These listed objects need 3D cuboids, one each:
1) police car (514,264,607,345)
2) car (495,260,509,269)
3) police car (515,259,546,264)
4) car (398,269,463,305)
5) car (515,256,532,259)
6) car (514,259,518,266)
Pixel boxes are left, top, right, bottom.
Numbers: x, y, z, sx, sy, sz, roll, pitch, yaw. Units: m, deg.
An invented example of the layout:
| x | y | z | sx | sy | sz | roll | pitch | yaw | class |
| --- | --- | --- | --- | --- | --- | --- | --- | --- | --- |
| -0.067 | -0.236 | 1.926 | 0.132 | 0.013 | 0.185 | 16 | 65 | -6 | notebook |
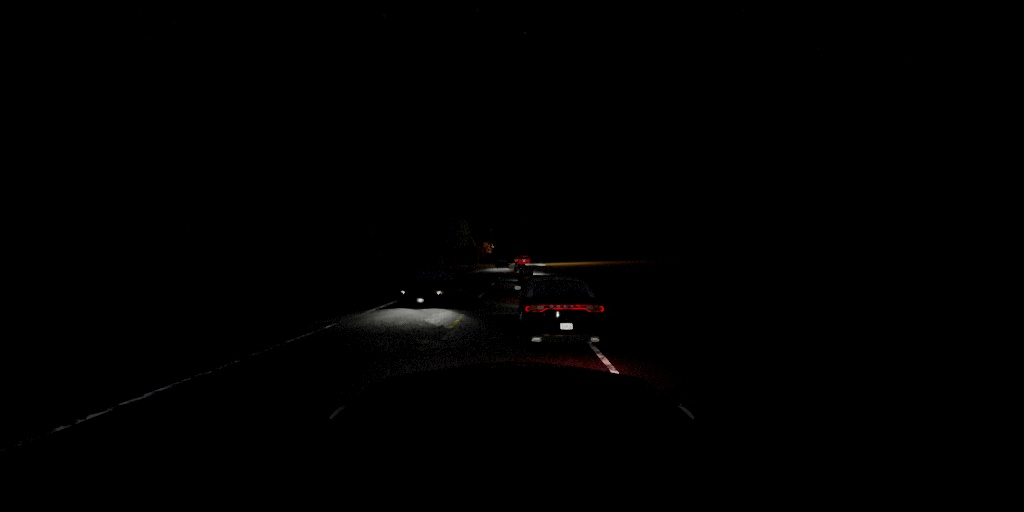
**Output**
| x | y | z | sx | sy | sz | roll | pitch | yaw | class |
| --- | --- | --- | --- | --- | --- | --- | --- | --- | --- |
| 1.099 | 1.175 | 9.623 | 1.930 | 1.638 | 5.238 | 0 | 0 | 1 | police car |
| -1.618 | 1.338 | 57.506 | 1.895 | 1.301 | 4.718 | 0 | 0 | 4 | car |
| 1.272 | 1.176 | 19.588 | 1.930 | 1.638 | 5.238 | 0 | 0 | 1 | police car |
| -3.436 | 1.298 | 16.269 | 2.033 | 1.411 | 5.357 | 0 | 0 | 1 | car |
| 2.099 | 0.956 | 59.935 | 2.150 | 2.045 | 5.566 | 0 | 0 | 4 | car |
| 1.308 | 1.344 | 46.810 | 1.895 | 1.301 | 4.718 | 0 | 0 | 4 | car |
